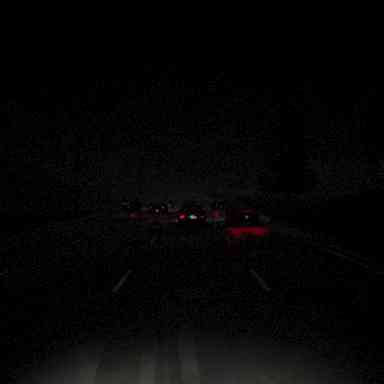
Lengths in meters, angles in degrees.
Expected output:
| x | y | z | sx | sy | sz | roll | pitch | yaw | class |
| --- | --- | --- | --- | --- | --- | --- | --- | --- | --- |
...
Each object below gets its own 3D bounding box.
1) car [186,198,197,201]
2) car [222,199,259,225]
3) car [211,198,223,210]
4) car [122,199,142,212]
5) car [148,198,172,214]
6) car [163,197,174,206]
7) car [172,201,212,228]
| x | y | z | sx | sy | sz | roll | pitch | yaw | class |
| --- | --- | --- | --- | --- | --- | --- | --- | --- | --- |
| -0.094 | 1.518 | 41.472 | 1.812 | 1.442 | 4.674 | 0 | 0 | 0 | car |
| 3.489 | 1.455 | 23.744 | 1.882 | 1.535 | 5.008 | 0 | 0 | 0 | car |
| 3.383 | 1.500 | 41.325 | 1.812 | 1.442 | 4.674 | 0 | 0 | -1 | car |
| -7.095 | 1.521 | 39.692 | 2.128 | 1.511 | 4.902 | 0 | 0 | 0 | car |
| -3.576 | 1.612 | 36.148 | 1.895 | 1.301 | 4.718 | 0 | 0 | 0 | car |
| -3.644 | 1.515 | 48.962 | 1.837 | 1.490 | 4.892 | 0 | 0 | 0 | car |
| -0.004 | 1.543 | 22.409 | 2.033 | 1.411 | 5.357 | 0 | 0 | 0 | car |
